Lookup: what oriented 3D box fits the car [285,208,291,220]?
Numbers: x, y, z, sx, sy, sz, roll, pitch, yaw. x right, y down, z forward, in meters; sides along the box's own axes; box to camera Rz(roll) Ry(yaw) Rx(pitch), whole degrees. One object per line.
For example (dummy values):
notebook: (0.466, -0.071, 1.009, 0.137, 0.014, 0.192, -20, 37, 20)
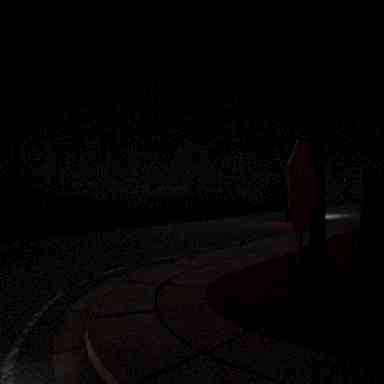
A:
car: (9.051, 1.453, 26.342, 2.128, 1.511, 4.902, 0, 0, 38)
